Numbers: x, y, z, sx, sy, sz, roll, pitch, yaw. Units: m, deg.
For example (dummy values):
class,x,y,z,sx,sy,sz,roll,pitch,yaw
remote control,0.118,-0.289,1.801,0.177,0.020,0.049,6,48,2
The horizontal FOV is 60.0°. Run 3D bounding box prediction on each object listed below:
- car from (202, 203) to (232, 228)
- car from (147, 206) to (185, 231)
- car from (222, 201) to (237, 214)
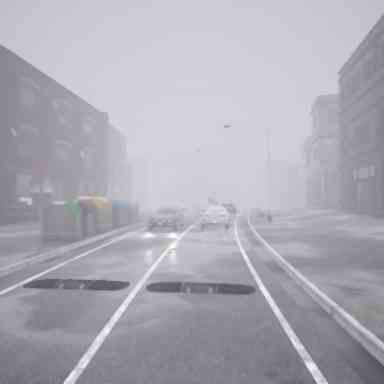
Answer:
class,x,y,z,sx,sy,sz,roll,pitch,yaw
car,1.763,1.731,23.990,1.812,1.442,4.674,0,-1,7
car,-1.636,1.700,22.327,1.837,1.490,4.892,0,-1,7
car,4.581,1.898,41.892,2.163,1.488,4.792,0,-1,10
